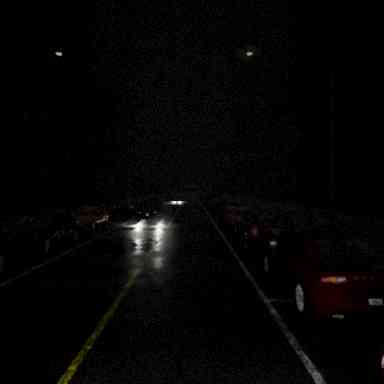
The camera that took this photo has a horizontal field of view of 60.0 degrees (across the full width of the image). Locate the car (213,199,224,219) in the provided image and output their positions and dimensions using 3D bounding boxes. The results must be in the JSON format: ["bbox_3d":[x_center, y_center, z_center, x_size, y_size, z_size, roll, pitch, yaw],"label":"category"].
[{"bbox_3d":[2.756,1.418,24.025,1.802,1.307,4.206,0,0,0],"label":"car"}]

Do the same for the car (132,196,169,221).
[{"bbox_3d":[-3.104,1.330,25.549,1.837,1.490,4.892,0,0,0],"label":"car"}]

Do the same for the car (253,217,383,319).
[{"bbox_3d":[2.758,1.495,7.220,1.887,1.381,4.507,0,0,0],"label":"car"}]

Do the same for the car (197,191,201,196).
[{"bbox_3d":[2.745,0.814,74.438,2.192,1.841,5.009,0,0,0],"label":"car"}]

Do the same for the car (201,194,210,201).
[{"bbox_3d":[2.747,1.060,69.007,1.752,1.417,4.829,0,0,0],"label":"car"}]

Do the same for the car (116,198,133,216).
[{"bbox_3d":[-5.771,1.238,29.617,1.967,1.590,4.097,0,0,0],"label":"car"}]

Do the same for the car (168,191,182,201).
[{"bbox_3d":[-3.020,1.056,67.037,2.128,1.511,4.902,0,0,0],"label":"car"}]

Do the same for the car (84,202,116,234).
[{"bbox_3d":[-5.769,1.400,18.244,1.752,1.417,4.829,0,0,0],"label":"car"}]

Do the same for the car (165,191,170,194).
[{"bbox_3d":[-5.778,1.087,68.832,2.008,1.369,4.403,0,0,0],"label":"car"}]

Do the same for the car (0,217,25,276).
[{"bbox_3d":[-5.767,1.495,7.210,1.887,1.381,4.507,0,0,0],"label":"car"}]

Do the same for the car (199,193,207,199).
[{"bbox_3d":[2.744,0.990,85.643,1.947,1.339,4.313,0,0,0],"label":"car"}]

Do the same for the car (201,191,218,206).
[{"bbox_3d":[2.750,1.000,46.430,2.192,1.841,5.009,0,0,0],"label":"car"}]

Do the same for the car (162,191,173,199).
[{"bbox_3d":[-5.781,0.777,80.035,2.192,1.841,5.009,0,0,0],"label":"car"}]

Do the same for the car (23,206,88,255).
[{"bbox_3d":[-5.768,1.457,12.811,1.887,1.381,4.507,0,0,0],"label":"car"}]

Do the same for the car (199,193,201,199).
[{"bbox_3d":[2.749,1.176,57.635,1.947,1.339,4.313,0,0,0],"label":"car"}]

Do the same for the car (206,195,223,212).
[{"bbox_3d":[2.753,1.304,35.228,1.887,1.381,4.507,0,0,0],"label":"car"}]

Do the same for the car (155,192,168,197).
[{"bbox_3d":[-5.776,1.155,57.628,1.887,1.381,4.507,0,0,0],"label":"car"}]

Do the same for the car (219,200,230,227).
[{"bbox_3d":[2.756,1.398,18.593,1.752,1.417,4.829,0,0,0],"label":"car"}]

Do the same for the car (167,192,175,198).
[{"bbox_3d":[-5.782,0.828,91.239,1.967,1.590,4.097,0,0,0],"label":"car"}]

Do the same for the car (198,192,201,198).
[{"bbox_3d":[2.748,1.124,63.237,2.008,1.369,4.403,0,0,0],"label":"car"}]

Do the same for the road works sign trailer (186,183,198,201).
[{"bbox_3d":[-0.012,0.025,65.029,2.380,3.560,2.880,0,0,0],"label":"road works sign trailer"}]

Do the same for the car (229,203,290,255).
[{"bbox_3d":[2.757,1.352,12.821,1.967,1.590,4.097,0,0,0],"label":"car"}]

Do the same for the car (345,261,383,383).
[{"bbox_3d":[2.759,1.533,1.618,1.887,1.381,4.507,0,0,0],"label":"car"}]
